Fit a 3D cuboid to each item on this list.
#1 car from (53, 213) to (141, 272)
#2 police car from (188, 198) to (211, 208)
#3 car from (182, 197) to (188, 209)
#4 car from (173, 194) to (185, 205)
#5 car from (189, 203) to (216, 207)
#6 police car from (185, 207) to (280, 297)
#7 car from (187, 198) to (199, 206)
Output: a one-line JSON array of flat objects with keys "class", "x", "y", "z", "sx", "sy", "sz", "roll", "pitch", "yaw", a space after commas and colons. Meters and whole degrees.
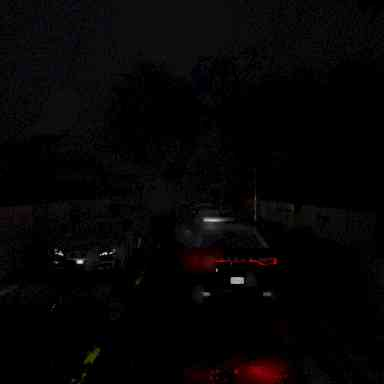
[{"class": "car", "x": -2.828, "y": 1.513, "z": 10.838, "sx": 1.837, "sy": 1.490, "sz": 4.892, "roll": 0, "pitch": 0, "yaw": 0}, {"class": "police car", "x": 0.881, "y": 1.453, "z": 24.738, "sx": 1.930, "sy": 1.638, "sz": 5.238, "roll": 0, "pitch": 0, "yaw": 0}, {"class": "car", "x": 0.120, "y": 1.666, "z": 45.423, "sx": 1.994, "sy": 1.385, "sz": 4.181, "roll": 0, "pitch": 0, "yaw": 2}, {"class": "car", "x": -2.597, "y": 1.434, "z": 66.707, "sx": 2.150, "sy": 2.045, "sz": 5.566, "roll": 0, "pitch": 0, "yaw": 0}, {"class": "car", "x": 0.866, "y": 1.543, "z": 18.624, "sx": 1.812, "sy": 1.442, "sz": 4.674, "roll": 0, "pitch": 0, "yaw": 0}, {"class": "police car", "x": 0.843, "y": 1.432, "z": 8.730, "sx": 1.930, "sy": 1.638, "sz": 5.238, "roll": 0, "pitch": 0, "yaw": 0}, {"class": "car", "x": 0.137, "y": 1.729, "z": 58.981, "sx": 1.994, "sy": 1.385, "sz": 4.181, "roll": 0, "pitch": 0, "yaw": 0}]
